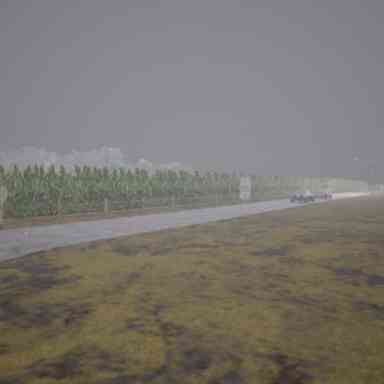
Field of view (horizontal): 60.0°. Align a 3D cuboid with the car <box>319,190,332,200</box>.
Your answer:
[{"bbox_3d":[20.664,0.381,52.315,2.128,1.511,4.902,1,2,36],"label":"car"}]

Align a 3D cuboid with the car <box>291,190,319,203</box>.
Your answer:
[{"bbox_3d":[14.784,0.473,44.064,2.097,1.767,4.553,1,2,36],"label":"car"}]
